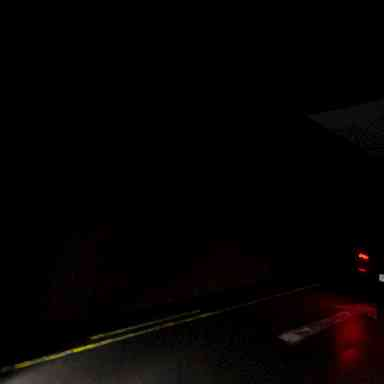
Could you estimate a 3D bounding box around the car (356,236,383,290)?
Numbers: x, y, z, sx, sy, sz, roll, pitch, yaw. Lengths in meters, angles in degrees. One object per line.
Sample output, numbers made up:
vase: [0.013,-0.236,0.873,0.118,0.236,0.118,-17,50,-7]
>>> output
car: [5.678,1.526,7.819,4.674,1.442,1.812,0,0,-35]
